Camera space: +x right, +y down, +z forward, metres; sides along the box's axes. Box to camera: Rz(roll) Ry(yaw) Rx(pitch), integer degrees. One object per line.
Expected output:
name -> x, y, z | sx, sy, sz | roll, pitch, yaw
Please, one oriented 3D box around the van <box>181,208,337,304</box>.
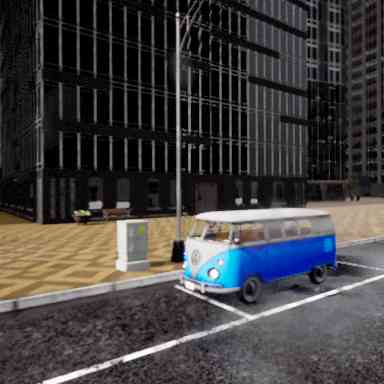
van -> 1.674, 1.304, 7.757 | 3.998, 1.788, 1.690 | 0, 0, -36
